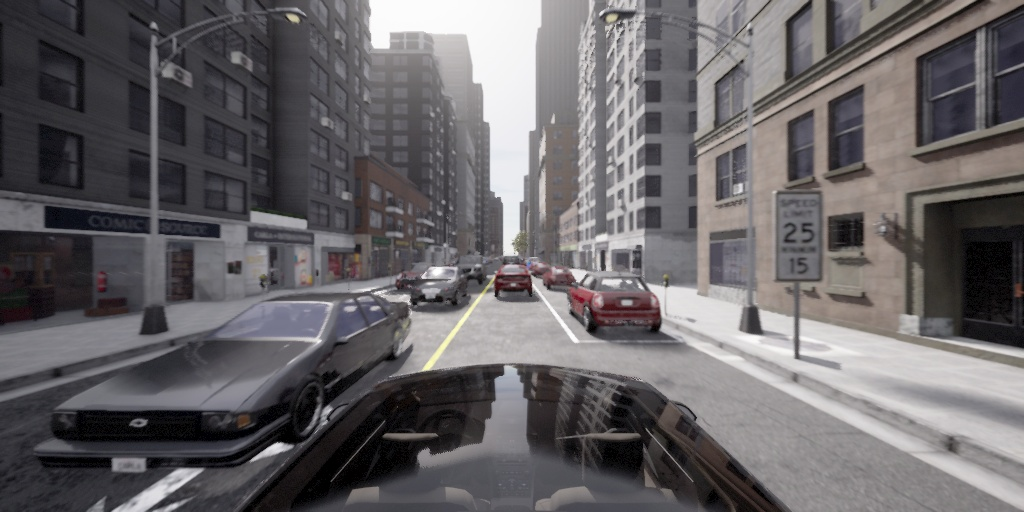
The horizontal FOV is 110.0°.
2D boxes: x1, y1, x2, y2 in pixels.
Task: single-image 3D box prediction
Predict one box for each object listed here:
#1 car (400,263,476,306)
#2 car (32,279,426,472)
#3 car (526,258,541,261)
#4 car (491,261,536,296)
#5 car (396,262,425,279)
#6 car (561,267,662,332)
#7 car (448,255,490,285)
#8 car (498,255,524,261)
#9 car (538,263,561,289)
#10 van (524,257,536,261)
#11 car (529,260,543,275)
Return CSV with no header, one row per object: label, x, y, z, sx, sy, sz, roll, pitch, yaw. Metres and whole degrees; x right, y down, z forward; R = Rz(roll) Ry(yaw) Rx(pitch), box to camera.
car,-3.027,1.225,15.777,2.128,1.511,4.902,0,0,0
car,-3.075,1.295,5.557,2.033,1.411,5.357,0,0,0
car,2.783,1.262,39.080,1.888,1.381,4.507,0,0,0
car,0.067,1.205,19.202,1.882,1.535,5.008,0,0,0
car,-5.707,1.167,22.112,1.967,1.591,4.097,0,0,0
car,2.842,1.176,10.811,1.967,1.591,4.097,0,0,0
car,-3.049,0.942,26.362,2.150,2.045,5.566,0,0,0
car,-0.053,0.944,39.101,2.150,2.045,5.566,0,0,0
car,2.818,1.304,22.121,1.802,1.307,4.207,0,0,0
van,2.772,1.065,44.735,1.690,1.789,3.998,0,0,0
car,2.795,1.294,33.426,1.802,1.307,4.207,0,0,0
